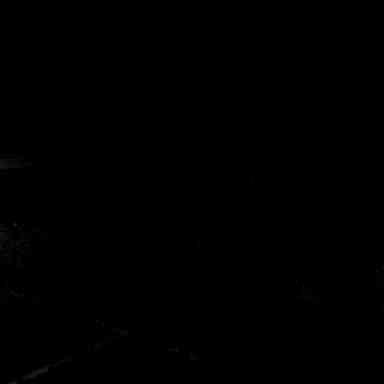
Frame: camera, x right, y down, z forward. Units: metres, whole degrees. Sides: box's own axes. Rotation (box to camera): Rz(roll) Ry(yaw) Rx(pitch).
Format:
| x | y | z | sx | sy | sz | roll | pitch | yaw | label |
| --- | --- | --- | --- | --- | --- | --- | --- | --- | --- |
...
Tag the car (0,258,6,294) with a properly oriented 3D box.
| x | y | z | sx | sy | sz | roll | pitch | yaw | label |
| --- | --- | --- | --- | --- | --- | --- | --- | --- | --- |
| -5.574 | 1.496 | 6.945 | 4.403 | 1.369 | 2.008 | 0 | 0 | 36 | car |
